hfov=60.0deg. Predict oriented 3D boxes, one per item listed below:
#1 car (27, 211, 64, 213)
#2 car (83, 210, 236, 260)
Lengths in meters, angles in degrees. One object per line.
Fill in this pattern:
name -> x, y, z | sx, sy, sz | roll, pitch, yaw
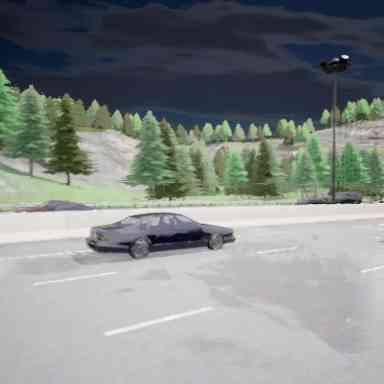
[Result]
car -> -7.486, 1.334, 19.999 | 4.181, 1.385, 1.994 | 0, 1, -34
car -> -0.987, 1.437, 11.960 | 5.357, 1.411, 2.033 | 0, 1, -32
